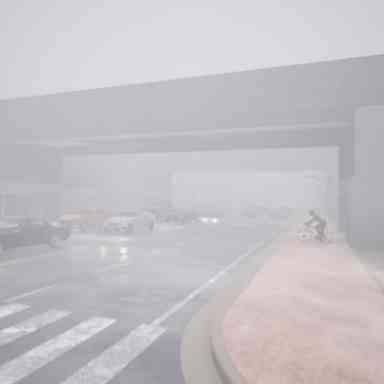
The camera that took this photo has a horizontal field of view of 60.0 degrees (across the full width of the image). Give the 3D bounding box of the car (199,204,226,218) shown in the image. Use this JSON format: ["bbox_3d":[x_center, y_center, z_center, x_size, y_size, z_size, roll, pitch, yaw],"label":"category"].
[{"bbox_3d":[2.688,2.396,40.086,1.994,1.385,4.181,0,-1,21],"label":"car"}]

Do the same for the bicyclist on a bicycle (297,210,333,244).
[{"bbox_3d":[6.016,1.724,16.302,1.656,1.620,0.582,0,-1,21],"label":"bicyclist on a bicycle"}]

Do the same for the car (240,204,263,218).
[{"bbox_3d":[7.423,2.477,42.392,1.812,1.442,4.674,0,-1,21],"label":"car"}]

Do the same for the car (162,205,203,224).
[{"bbox_3d":[-0.851,2.195,30.712,1.895,1.301,4.718,0,-1,21],"label":"car"}]

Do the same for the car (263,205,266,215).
[{"bbox_3d":[10.624,2.676,51.099,1.837,1.490,4.892,0,-1,21],"label":"car"}]

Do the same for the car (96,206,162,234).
[{"bbox_3d":[-4.048,1.904,22.176,1.812,1.442,4.674,0,-1,21],"label":"car"}]

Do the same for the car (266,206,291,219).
[{"bbox_3d":[10.722,2.543,41.202,1.994,1.385,4.181,0,-1,20],"label":"car"}]

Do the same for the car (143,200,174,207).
[{"bbox_3d":[-3.497,1.831,33.605,2.150,2.045,5.566,0,-1,21],"label":"car"}]

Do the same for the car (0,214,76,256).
[{"bbox_3d":[-7.257,1.762,13.606,1.895,1.301,4.718,0,-1,21],"label":"car"}]

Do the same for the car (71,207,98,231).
[{"bbox_3d":[-7.260,1.833,23.576,1.882,1.535,5.008,0,-1,21],"label":"car"}]
